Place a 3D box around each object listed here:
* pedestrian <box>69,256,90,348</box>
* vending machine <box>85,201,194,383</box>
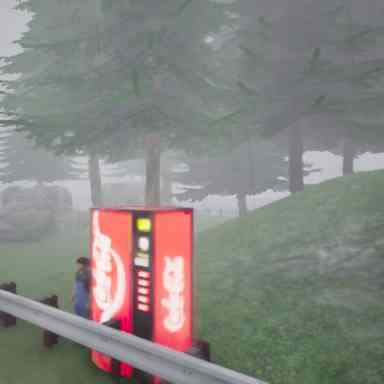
[{"bbox_3d":[-1.544,1.485,4.697,0.375,1.300,0.375,0,0,35],"label":"pedestrian"},{"bbox_3d":[-0.657,1.188,4.336,0.880,2.100,1.100,0,0,35],"label":"vending machine"}]
